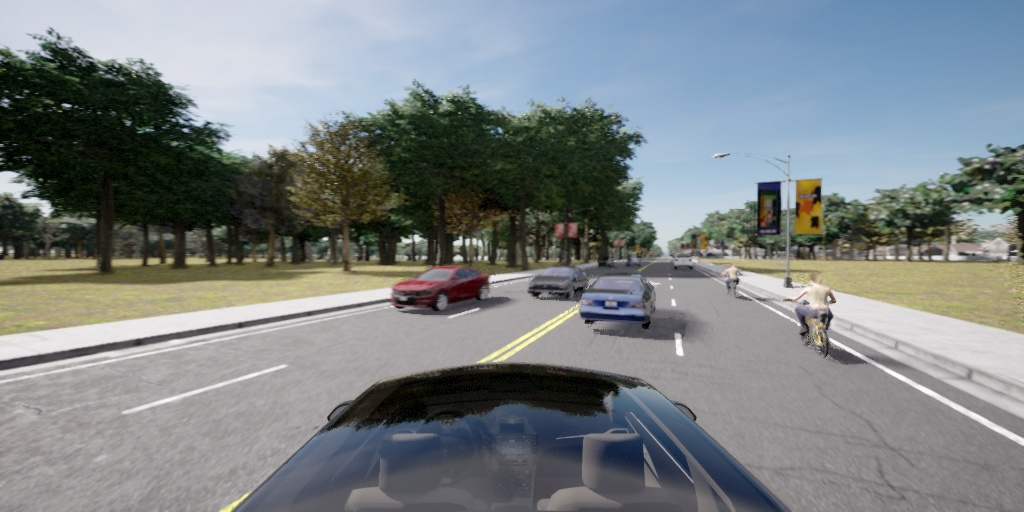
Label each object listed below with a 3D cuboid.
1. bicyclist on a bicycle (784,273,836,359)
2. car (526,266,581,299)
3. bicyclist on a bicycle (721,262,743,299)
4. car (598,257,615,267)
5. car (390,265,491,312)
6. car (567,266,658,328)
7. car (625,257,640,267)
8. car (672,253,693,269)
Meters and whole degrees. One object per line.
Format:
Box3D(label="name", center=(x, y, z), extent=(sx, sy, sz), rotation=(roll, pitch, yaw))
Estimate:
Box3D(label="bicyclist on a bicycle", center=(6.130, 1.152, 7.297), extent=(0.866, 1.612, 1.509), rotation=(0, 0, 24))
Box3D(label="car", center=(2.442, 1.185, 17.618), extent=(2.033, 1.411, 5.357), rotation=(0, 0, 23))
Box3D(label="bicyclist on a bicycle", center=(9.998, 1.091, 16.268), extent=(0.866, 1.612, 1.509), rotation=(0, 0, 24))
Box3D(label="car", center=(13.593, 0.924, 51.610), extent=(1.837, 1.490, 4.892), rotation=(0, 0, 24))
Box3D(label="car", center=(-2.604, 1.136, 14.121), extent=(1.882, 1.535, 5.008), rotation=(0, 0, 23))
Box3D(label="car", center=(3.472, 1.232, 11.290), extent=(2.033, 1.411, 5.357), rotation=(0, 0, 23))
Box3D(label="car", center=(18.653, 0.931, 55.094), extent=(1.812, 1.442, 4.674), rotation=(0, 0, 24))
Box3D(label="car", center=(22.676, 0.678, 47.615), extent=(2.150, 2.045, 5.566), rotation=(0, 0, 23))
